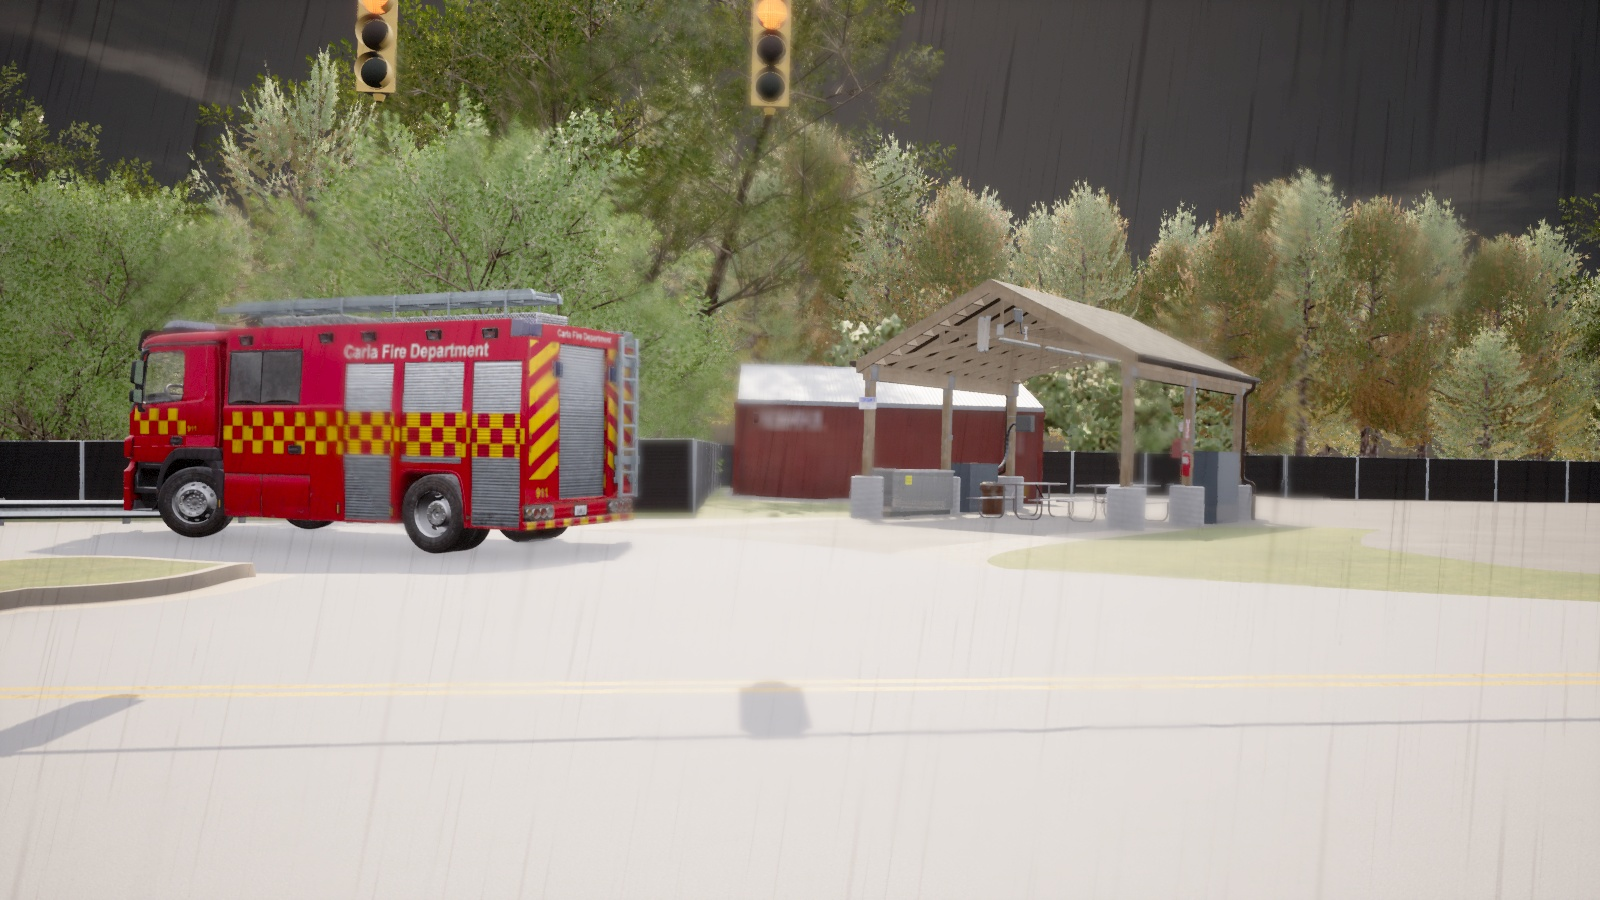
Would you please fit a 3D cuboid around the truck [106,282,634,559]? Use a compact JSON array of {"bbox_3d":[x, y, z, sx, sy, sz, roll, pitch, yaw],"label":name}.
[{"bbox_3d":[-7.109,-0.474,20.463,8.468,3.827,2.891,1,1,25],"label":"truck"}]
